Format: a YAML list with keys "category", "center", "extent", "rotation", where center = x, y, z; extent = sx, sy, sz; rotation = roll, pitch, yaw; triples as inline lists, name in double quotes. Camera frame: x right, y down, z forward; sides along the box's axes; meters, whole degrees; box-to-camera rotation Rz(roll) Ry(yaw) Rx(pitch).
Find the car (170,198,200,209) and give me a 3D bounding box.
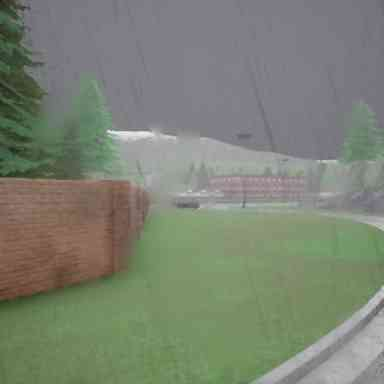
- category: "car"
  center: [-1.140, 1.775, 51.643]
  extent: [4.553, 1.767, 2.097]
  rotation: [0, 0, 16]
